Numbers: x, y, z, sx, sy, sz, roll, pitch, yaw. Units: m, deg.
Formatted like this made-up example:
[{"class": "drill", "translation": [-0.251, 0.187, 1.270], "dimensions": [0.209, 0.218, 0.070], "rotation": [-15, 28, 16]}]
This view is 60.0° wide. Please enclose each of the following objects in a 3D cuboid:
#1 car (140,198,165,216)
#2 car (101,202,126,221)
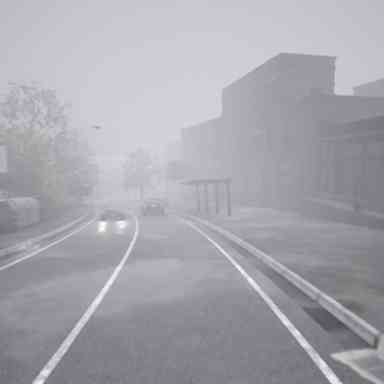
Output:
[{"class": "car", "translation": [-3.976, 1.327, 32.674], "dimensions": [2.097, 1.767, 4.553], "rotation": [-2, 0, -13]}, {"class": "car", "translation": [-6.577, 1.576, 27.922], "dimensions": [1.812, 1.442, 4.674], "rotation": [-1, 0, -11]}]
